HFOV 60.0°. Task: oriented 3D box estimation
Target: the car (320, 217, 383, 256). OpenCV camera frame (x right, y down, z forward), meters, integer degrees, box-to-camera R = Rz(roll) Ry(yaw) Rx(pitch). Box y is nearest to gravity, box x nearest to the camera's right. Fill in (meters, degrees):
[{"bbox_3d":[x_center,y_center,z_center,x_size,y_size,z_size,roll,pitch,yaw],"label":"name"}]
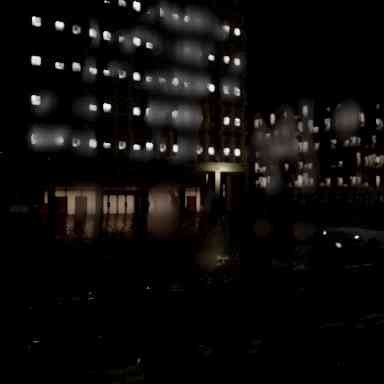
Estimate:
[{"bbox_3d":[7.540,1.715,13.573,4.718,1.301,1.895,0,0,-26],"label":"car"}]
